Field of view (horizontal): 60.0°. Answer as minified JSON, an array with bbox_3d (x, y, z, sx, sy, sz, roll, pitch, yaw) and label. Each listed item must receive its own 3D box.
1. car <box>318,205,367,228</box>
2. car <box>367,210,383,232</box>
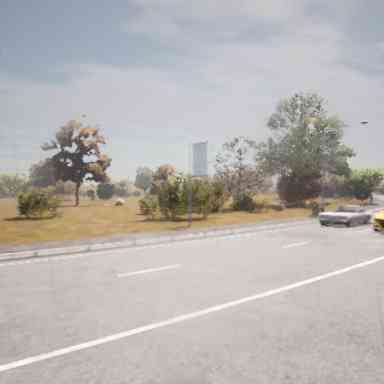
[{"bbox_3d":[10.195,1.570,22.017,4.718,1.301,1.895,0,0,-44],"label":"car"},{"bbox_3d":[11.973,1.442,18.909,5.008,1.535,1.882,0,0,-44],"label":"car"}]
